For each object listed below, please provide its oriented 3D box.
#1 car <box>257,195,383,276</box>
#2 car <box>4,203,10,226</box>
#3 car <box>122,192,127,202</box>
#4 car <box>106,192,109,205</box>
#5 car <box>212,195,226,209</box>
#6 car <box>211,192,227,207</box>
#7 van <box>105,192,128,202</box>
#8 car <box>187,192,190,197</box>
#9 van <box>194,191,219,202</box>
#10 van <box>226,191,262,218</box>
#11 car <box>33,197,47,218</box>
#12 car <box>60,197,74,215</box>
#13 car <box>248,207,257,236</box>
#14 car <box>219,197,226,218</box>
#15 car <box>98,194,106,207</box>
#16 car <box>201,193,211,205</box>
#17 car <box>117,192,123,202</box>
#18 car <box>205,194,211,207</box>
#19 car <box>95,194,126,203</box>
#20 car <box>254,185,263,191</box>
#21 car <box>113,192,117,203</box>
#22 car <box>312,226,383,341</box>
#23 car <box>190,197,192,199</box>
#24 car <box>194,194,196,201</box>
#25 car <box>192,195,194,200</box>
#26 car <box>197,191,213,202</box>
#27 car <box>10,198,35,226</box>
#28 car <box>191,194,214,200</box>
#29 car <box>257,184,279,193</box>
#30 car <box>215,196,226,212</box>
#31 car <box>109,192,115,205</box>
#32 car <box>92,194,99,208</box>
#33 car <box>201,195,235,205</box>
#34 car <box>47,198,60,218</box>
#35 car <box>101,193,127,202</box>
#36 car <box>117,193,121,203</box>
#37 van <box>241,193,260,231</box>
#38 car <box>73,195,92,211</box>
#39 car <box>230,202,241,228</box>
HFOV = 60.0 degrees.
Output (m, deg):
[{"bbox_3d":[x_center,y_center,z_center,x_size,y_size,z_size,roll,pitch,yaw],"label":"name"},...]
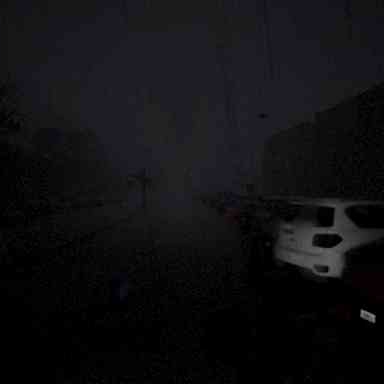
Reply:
[{"bbox_3d":[4.786,1.187,8.420,5.566,2.045,2.435,1,0,-20],"label":"car"},{"bbox_3d":[-13.471,1.160,18.159,5.566,2.045,2.435,-1,1,-20],"label":"car"},{"bbox_3d":[-14.757,1.201,59.710,5.366,1.575,1.946,-1,0,-24],"label":"car"},{"bbox_3d":[-14.049,1.154,44.843,4.553,1.767,2.185,-1,0,-22],"label":"car"},{"bbox_3d":[4.673,1.326,29.490,4.892,1.521,2.231,1,0,-21],"label":"car"},{"bbox_3d":[4.614,1.183,32.509,4.553,1.767,2.185,1,0,-21],"label":"car"},{"bbox_3d":[-15.575,0.937,68.531,4.442,1.987,1.878,-1,0,-25],"label":"van"},{"bbox_3d":[2.246,1.087,71.631,5.366,1.575,1.946,0,1,-26],"label":"car"},{"bbox_3d":[2.853,0.898,65.643,4.442,1.987,1.878,1,1,-25],"label":"van"},{"bbox_3d":[4.648,1.148,20.400,4.442,1.987,1.878,1,1,-20],"label":"van"},{"bbox_3d":[-13.468,1.382,24.114,4.892,1.521,2.231,-1,1,-20],"label":"car"},{"bbox_3d":[-13.541,1.352,30.047,5.008,1.535,2.097,-1,1,-21],"label":"car"},{"bbox_3d":[4.763,1.422,11.413,5.008,1.535,2.097,1,1,-20],"label":"car"},{"bbox_3d":[4.913,1.357,23.529,5.366,1.575,1.946,1,0,-20],"label":"car"},{"bbox_3d":[-13.881,1.293,41.892,5.008,1.535,2.097,-1,1,-22],"label":"car"},{"bbox_3d":[4.284,1.241,44.590,5.008,1.535,2.097,1,1,-23],"label":"car"},{"bbox_3d":[-14.704,1.262,56.676,4.674,1.452,2.002,-1,1,-24],"label":"car"},{"bbox_3d":[4.488,1.274,38.555,5.008,1.535,2.097,1,0,-22],"label":"car"},{"bbox_3d":[-15.325,1.193,62.504,5.366,1.575,1.946,-1,1,-24],"label":"car"},{"bbox_3d":[16.939,-0.269,86.870,2.002,1.452,4.674,-7,4,-30],"label":"car"},{"bbox_3d":[-14.298,1.124,50.775,4.553,1.767,2.185,-1,1,-23],"label":"car"},{"bbox_3d":[4.760,1.454,5.402,5.008,1.535,2.097,1,1,-20],"label":"car"},{"bbox_3d":[2.723,0.983,68.716,4.553,1.767,2.185,1,1,-25],"label":"car"},{"bbox_3d":[3.416,1.197,59.674,4.674,1.452,2.002,1,0,-24],"label":"car"},{"bbox_3d":[3.204,1.142,62.685,4.892,1.521,2.231,1,1,-25],"label":"car"},{"bbox_3d":[4.122,0.973,47.592,5.566,2.045,2.435,1,1,-23],"label":"car"},{"bbox_3d":[-13.282,1.390,21.213,5.366,1.575,1.946,-1,0,-20],"label":"car"},{"bbox_3d":[2.302,1.111,74.692,4.792,1.488,2.163,0,0,-26],"label":"car"},{"bbox_3d":[19.885,-0.852,87.385,2.435,2.045,5.566,-7,4,-30],"label":"car"},{"bbox_3d":[4.729,1.342,26.472,5.008,1.535,2.097,1,1,-21],"label":"car"},{"bbox_3d":[-14.332,1.264,47.734,5.366,1.575,1.946,-1,1,-23],"label":"car"},{"bbox_3d":[-13.749,1.337,38.950,4.792,1.488,2.163,-1,0,-22],"label":"car"},{"bbox_3d":[3.985,1.247,50.630,4.674,1.452,2.002,1,0,-23],"label":"car"},{"bbox_3d":[-13.478,1.240,27.091,4.553,1.767,2.185,-1,1,-21],"label":"car"},{"bbox_3d":[-15.377,1.052,65.544,4.553,1.767,2.185,-1,1,-25],"label":"car"},{"bbox_3d":[-14.503,1.276,53.721,4.674,1.452,2.002,-1,1,-23],"label":"car"},{"bbox_3d":[4.656,1.180,14.375,4.442,1.987,1.878,1,1,-20],"label":"van"},{"bbox_3d":[-13.714,1.352,35.956,4.792,1.488,2.163,-1,1,-21],"label":"car"},{"bbox_3d":[4.786,1.421,17.446,4.792,1.488,2.163,1,0,-20],"label":"car"}]
